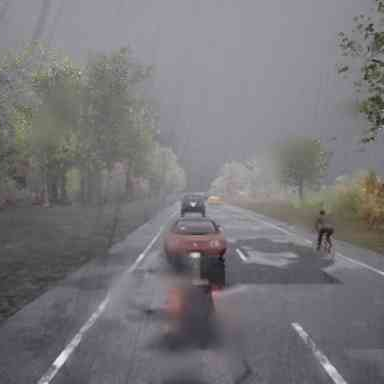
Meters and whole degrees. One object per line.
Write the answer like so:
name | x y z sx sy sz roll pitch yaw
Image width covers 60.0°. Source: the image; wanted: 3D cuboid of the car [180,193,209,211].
car | 0.105 1.188 30.701 2.150 2.045 5.566 0 0 0

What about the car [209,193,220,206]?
car | 3.608 1.421 55.204 1.882 1.535 5.008 0 0 0

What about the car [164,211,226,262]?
car | 0.100 1.588 12.121 1.895 1.301 4.718 0 0 0

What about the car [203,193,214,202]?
car | 3.513 1.152 73.462 2.150 2.045 5.566 0 0 0

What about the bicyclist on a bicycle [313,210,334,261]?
bicyclist on a bicycle | 4.468 1.441 11.289 0.582 1.620 1.656 0 0 0
